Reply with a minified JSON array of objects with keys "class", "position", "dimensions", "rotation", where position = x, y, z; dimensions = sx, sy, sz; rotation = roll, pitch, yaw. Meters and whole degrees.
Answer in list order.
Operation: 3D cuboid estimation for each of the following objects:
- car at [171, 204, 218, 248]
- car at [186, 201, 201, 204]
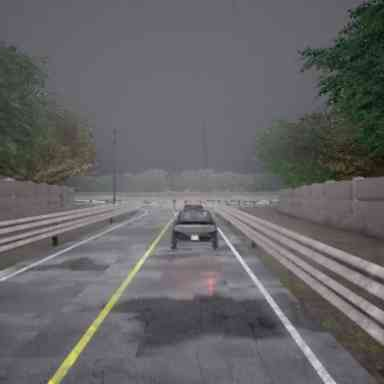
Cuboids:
[{"class":"car","position":[0.110,1.510,14.828],"dimensions":[2.128,1.511,4.902],"rotation":[0,0,0]},{"class":"car","position":[0.193,1.601,33.244],"dimensions":[1.882,1.535,5.008],"rotation":[2,-1,1]}]
